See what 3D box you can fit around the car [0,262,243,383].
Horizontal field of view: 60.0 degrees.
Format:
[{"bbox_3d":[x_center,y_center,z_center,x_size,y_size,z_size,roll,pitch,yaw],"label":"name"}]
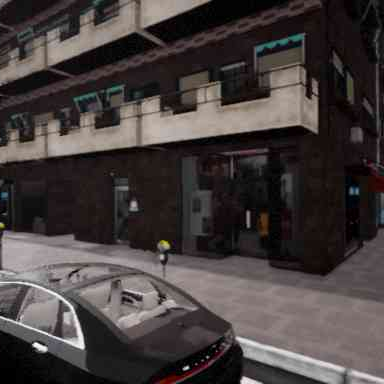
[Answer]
[{"bbox_3d":[-1.553,1.542,3.993,4.403,1.369,2.008,0,-1,35],"label":"car"}]
